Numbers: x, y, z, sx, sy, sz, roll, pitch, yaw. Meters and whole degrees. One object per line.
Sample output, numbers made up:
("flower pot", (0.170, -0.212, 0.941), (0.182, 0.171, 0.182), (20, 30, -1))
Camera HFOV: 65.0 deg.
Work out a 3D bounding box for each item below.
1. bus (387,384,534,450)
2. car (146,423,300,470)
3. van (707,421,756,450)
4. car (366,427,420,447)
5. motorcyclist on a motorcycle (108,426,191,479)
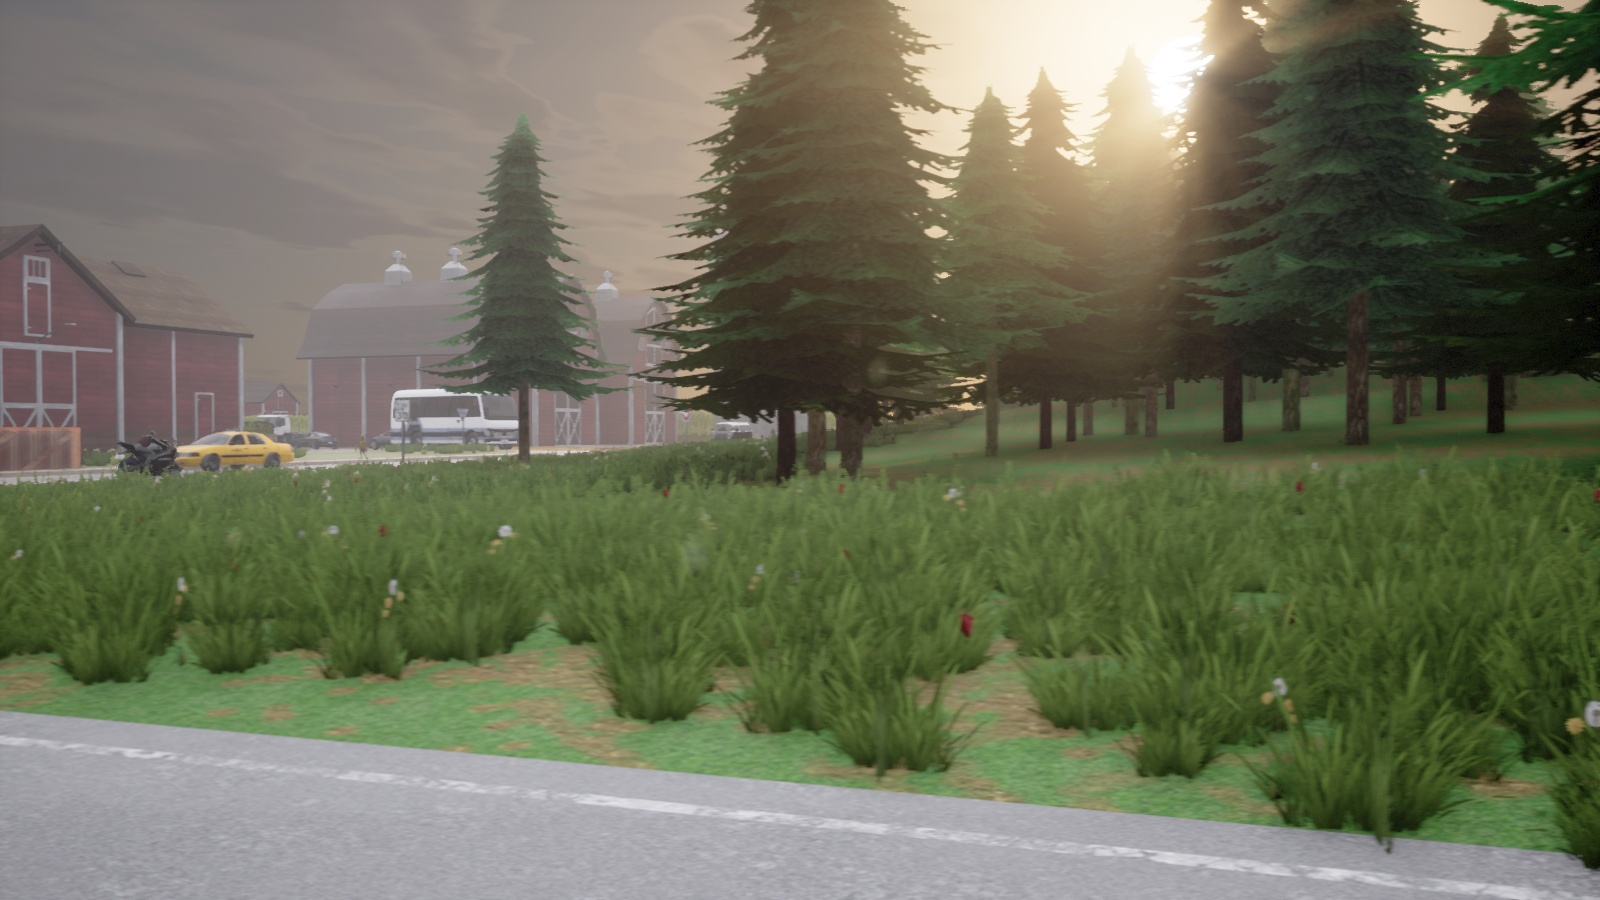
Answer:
("bus", (-23.037, -2.212, 84.953), (10.273, 4.253, 3.944), (1, 1, 35))
("car", (-20.502, -0.171, 44.925), (1.801, 1.575, 5.366), (1, 1, 19))
("van", (-4.925, -1.066, 90.994), (2.069, 2.038, 4.480), (1, 1, 19))
("car", (-30.646, -1.001, 94.471), (3.806, 1.475, 1.970), (1, 1, 36))
("motorcyclist on a motorcycle", (-19.351, 0.050, 37.405), (0.866, 1.530, 2.191), (1, 1, 19))
